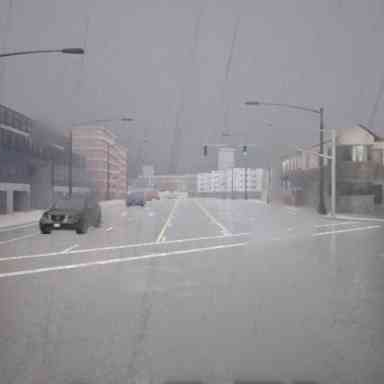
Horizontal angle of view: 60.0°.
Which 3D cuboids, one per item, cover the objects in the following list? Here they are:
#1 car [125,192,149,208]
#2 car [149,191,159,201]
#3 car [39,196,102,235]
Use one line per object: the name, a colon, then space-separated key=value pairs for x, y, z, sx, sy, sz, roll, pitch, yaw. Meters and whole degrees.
car: x=-7.482 y=1.067 z=45.059 sx=2.150 sy=2.045 sz=5.566 roll=0 pitch=2 yaw=-1
car: x=-8.126 y=0.775 z=70.112 sx=2.150 sy=2.045 sz=5.566 roll=0 pitch=0 yaw=-1
car: x=-6.825 y=1.303 z=19.399 sx=2.150 sy=2.045 sz=5.566 roll=0 pitch=0 yaw=-1
